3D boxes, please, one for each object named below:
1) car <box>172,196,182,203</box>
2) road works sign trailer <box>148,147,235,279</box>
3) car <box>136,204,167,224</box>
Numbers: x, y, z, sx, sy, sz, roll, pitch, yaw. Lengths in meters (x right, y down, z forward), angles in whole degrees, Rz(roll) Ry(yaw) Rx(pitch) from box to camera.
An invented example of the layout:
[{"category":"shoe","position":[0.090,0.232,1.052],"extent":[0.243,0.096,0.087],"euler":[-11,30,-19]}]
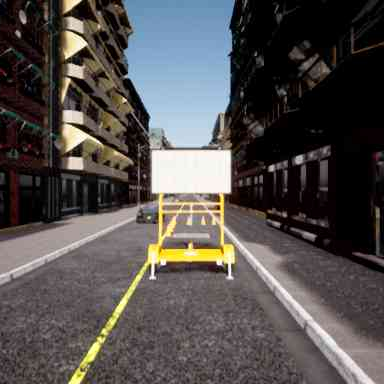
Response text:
[{"category":"car","position":[-2.923,1.549,65.516],"extent":[1.812,1.442,4.674],"euler":[0,0,0]},{"category":"road works sign trailer","position":[-0.021,0.462,9.992],"extent":[2.380,3.560,2.880],"euler":[0,0,0]},{"category":"car","position":[-2.902,1.561,24.581],"extent":[1.994,1.385,4.181],"euler":[0,0,0]}]
